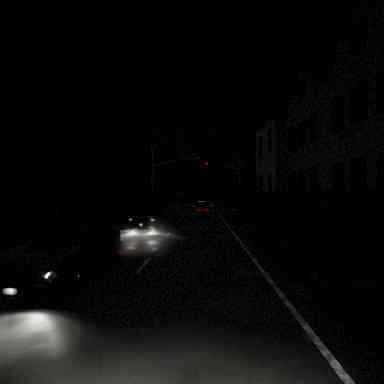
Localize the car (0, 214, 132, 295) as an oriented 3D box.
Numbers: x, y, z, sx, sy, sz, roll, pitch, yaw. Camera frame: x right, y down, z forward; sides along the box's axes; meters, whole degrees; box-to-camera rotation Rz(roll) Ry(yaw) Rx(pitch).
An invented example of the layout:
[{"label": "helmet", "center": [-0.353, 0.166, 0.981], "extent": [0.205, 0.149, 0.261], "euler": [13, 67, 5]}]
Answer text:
[{"label": "car", "center": [-3.390, 1.550, 9.155], "extent": [2.033, 1.411, 5.357], "euler": [0, 0, 4]}]

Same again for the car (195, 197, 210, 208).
[{"label": "car", "center": [1.497, 1.507, 47.565], "extent": [2.128, 1.511, 4.902], "euler": [0, 0, 2]}]

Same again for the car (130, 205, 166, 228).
[{"label": "car", "center": [-2.905, 1.555, 22.360], "extent": [2.033, 1.411, 5.357], "euler": [0, 0, 3]}]
